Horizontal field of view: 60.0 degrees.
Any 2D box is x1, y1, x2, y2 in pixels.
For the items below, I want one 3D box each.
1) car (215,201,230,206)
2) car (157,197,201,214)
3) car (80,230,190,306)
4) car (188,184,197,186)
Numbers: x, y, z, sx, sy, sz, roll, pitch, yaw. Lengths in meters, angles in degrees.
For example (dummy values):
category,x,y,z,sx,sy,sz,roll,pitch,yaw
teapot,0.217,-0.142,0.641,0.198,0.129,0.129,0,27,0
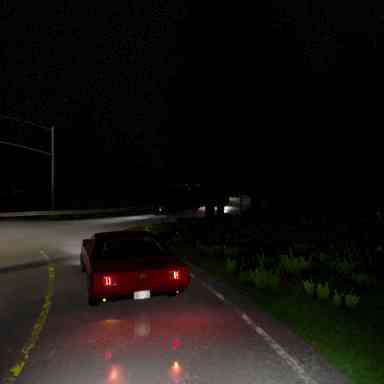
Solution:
category,x,y,z,sx,sy,sz,roll,pitch,yaw
car,3.416,0.737,39.993,1.837,1.490,4.892,0,4,13
car,-1.232,1.256,31.942,2.128,1.511,4.902,0,2,42
car,-1.695,1.601,8.189,1.895,1.301,4.718,0,0,-21
car,0.013,-1.820,70.135,2.128,1.511,4.902,0,5,-1
